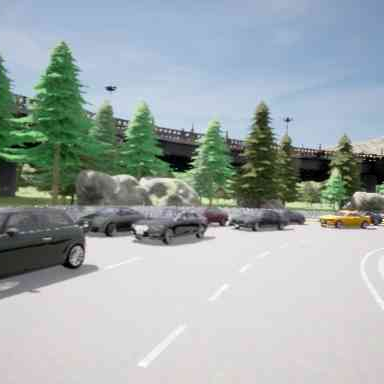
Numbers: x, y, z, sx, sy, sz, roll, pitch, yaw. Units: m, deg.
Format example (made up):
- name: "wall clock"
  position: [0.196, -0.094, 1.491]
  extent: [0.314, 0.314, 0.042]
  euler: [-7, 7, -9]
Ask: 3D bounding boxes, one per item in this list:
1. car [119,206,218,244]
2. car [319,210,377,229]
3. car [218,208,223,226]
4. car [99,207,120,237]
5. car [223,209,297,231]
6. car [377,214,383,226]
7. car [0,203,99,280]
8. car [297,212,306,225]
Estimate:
- name: "car"
  position: [-0.958, 1.568, 16.398]
  extent: [2.128, 1.511, 4.902]
  euler: [3, -1, 31]
- name: "car"
  position: [13.708, 2.443, 29.859]
  extent: [5.008, 1.535, 1.882]
  euler: [3, -1, -22]
- name: "car"
  position: [0.869, 1.775, 24.746]
  extent: [1.812, 1.442, 4.674]
  euler: [2, -1, 44]
- name: "car"
  position: [-4.112, 1.489, 17.713]
  extent: [1.994, 1.385, 4.181]
  euler: [3, -1, 29]
- name: "car"
  position: [5.034, 2.008, 24.161]
  extent: [5.357, 1.411, 2.033]
  euler: [3, -1, -41]
- name: "car"
  position: [17.613, 2.708, 34.982]
  extent: [4.902, 1.511, 2.128]
  euler: [3, -1, -15]
- name: "car"
  position: [-4.688, 1.155, 8.060]
  extent: [2.097, 1.767, 4.553]
  euler: [3, -1, 22]
- name: "car"
  position: [8.563, 2.272, 30.969]
  extent: [4.181, 1.385, 1.994]
  euler: [3, -1, -29]
